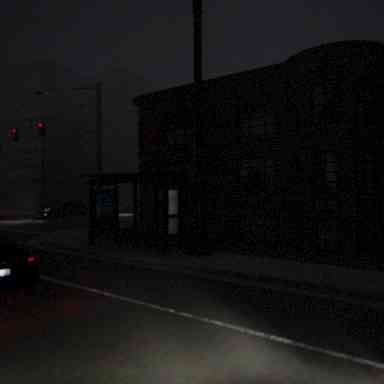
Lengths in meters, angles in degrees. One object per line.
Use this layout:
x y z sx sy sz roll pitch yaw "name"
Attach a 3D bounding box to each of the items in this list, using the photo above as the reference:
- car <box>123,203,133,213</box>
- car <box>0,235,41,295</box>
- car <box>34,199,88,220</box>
-5.844 1.677 38.448 1.812 1.442 4.674 0 0 36 "car"
-5.477 1.614 7.912 4.181 1.385 1.994 0 0 36 "car"
-11.791 1.503 30.130 2.097 1.767 4.553 0 0 36 "car"
